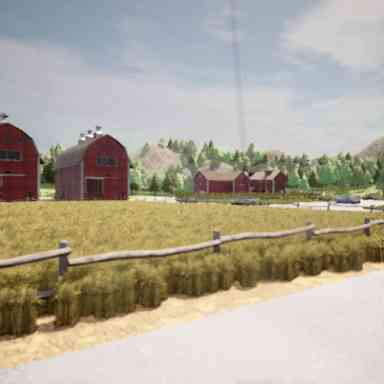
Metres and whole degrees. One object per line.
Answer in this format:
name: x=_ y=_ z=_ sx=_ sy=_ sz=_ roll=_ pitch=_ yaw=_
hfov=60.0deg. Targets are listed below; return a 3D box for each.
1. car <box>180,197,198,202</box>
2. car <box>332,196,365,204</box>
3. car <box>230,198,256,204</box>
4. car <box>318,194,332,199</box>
car: x=-0.623 y=1.717 z=63.447 sx=1.994 sy=1.385 sz=4.181 roll=0 pitch=0 yaw=-36
car: x=31.877 y=1.706 z=67.697 sx=2.242 sy=1.667 sz=4.611 roll=0 pitch=0 yaw=-36
car: x=7.855 y=1.678 z=51.673 sx=1.812 sy=1.442 sz=4.674 roll=0 pitch=0 yaw=-35
car: x=35.381 y=1.571 z=86.667 sx=1.932 sy=1.855 sz=4.605 roll=0 pitch=0 yaw=-36
